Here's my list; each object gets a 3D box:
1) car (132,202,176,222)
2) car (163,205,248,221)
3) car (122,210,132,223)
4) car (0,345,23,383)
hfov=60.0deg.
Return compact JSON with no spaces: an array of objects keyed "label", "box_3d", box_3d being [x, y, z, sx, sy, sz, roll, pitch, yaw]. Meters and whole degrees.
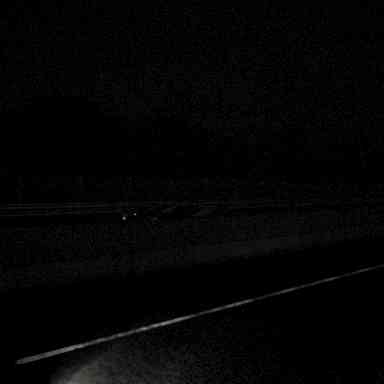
[{"label":"car","box_3d":[-0.984,1.529,20.499,4.674,1.442,1.812,0,0,-36]},{"label":"car","box_3d":[1.058,1.529,17.657,4.674,1.442,1.812,0,0,-36]},{"label":"car","box_3d":[-2.539,1.495,23.690,4.902,1.511,2.128,0,0,-36]},{"label":"car","box_3d":[-3.511,1.548,1.241,5.357,1.411,2.033,0,0,-36]}]
